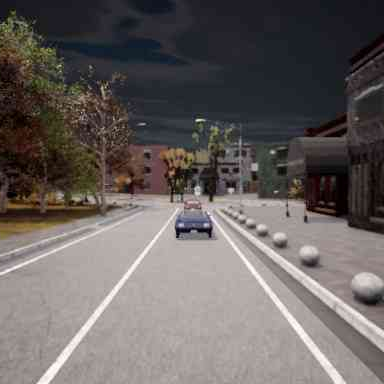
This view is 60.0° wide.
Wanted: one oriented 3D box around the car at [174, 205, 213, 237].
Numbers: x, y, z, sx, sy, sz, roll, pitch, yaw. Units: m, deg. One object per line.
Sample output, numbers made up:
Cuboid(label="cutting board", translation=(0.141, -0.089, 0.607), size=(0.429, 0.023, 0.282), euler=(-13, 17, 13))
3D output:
Cuboid(label="car", translation=(0.091, 1.602, 18.027), size=(1.895, 1.301, 4.718), euler=(0, 0, 0))

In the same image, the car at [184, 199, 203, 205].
Cuboid(label="car", translation=(0.136, 1.466, 33.523), size=(1.812, 1.442, 4.674), euler=(0, 0, 1))
